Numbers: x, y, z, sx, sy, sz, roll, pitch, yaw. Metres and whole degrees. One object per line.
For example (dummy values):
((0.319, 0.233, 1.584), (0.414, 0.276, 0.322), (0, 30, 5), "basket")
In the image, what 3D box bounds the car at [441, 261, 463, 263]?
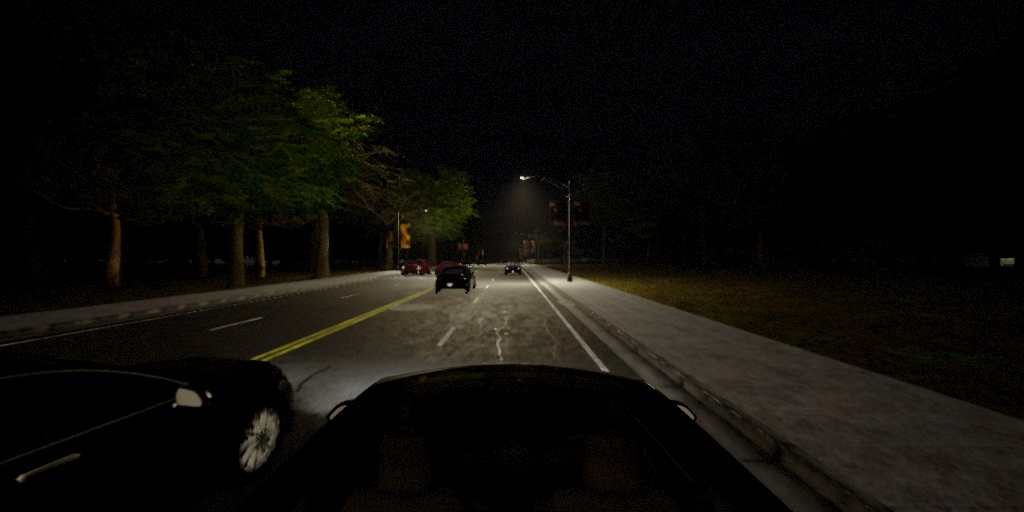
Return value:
((-6.587, 1.274, 36.617), (1.882, 1.535, 5.008), (0, 0, 0), "car")

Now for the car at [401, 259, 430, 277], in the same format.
((-9.835, 1.149, 36.879), (2.097, 1.767, 4.553), (0, 0, 0), "car")

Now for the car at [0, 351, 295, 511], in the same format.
((-3.149, 1.255, 1.731), (1.837, 1.490, 4.892), (0, 0, 0), "car")

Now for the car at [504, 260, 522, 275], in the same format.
((0.106, 1.410, 40.885), (1.895, 1.301, 4.718), (0, 0, 0), "car")

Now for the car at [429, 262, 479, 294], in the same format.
((-3.147, 1.286, 20.453), (1.812, 1.442, 4.674), (0, 0, 0), "car")
